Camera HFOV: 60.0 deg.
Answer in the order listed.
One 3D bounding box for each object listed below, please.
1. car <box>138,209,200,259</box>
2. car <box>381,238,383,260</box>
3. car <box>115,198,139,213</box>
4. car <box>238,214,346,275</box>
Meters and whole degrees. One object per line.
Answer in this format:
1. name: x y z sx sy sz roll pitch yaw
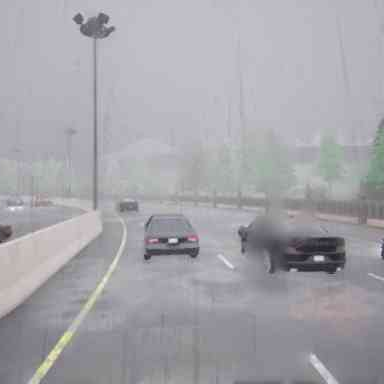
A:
1. car: -0.918 1.512 12.533 2.033 1.411 5.357 0 0 -8
2. car: 6.572 1.439 7.686 1.882 1.535 5.008 0 0 -5
3. car: -7.090 1.386 36.026 1.882 1.535 5.008 0 0 -21
4. car: 2.801 1.440 10.458 1.882 1.535 5.008 0 0 -6
